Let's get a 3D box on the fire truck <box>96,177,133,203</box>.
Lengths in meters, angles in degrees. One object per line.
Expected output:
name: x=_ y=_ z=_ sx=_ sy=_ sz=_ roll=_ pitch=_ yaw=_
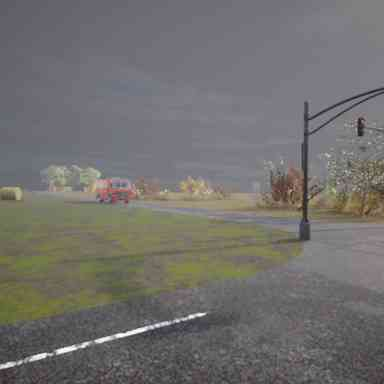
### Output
fire truck: x=-11.876 y=-0.324 z=49.964 sx=2.891 sy=3.827 sz=8.468 roll=2 pitch=0 yaw=-32
